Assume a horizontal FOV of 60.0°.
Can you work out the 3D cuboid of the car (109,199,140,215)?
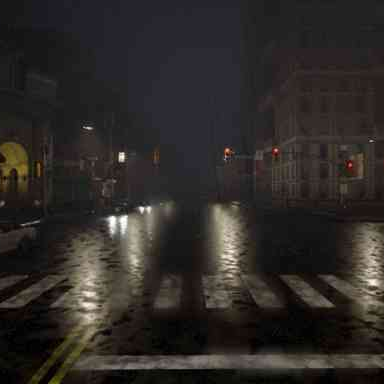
[{"bbox_3d":[-7.088,1.491,34.023,2.128,1.511,4.902,0,0,0],"label":"car"}]

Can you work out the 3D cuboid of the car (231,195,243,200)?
[{"bbox_3d":[12.471,1.500,94.149,1.837,1.490,4.892,0,0,41],"label":"car"}]

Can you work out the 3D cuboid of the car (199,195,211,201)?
[{"bbox_3d":[3.301,1.524,85.379,1.812,1.442,4.674,0,0,22],"label":"car"}]

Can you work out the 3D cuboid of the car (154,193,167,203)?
[{"bbox_3d":[-6.968,1.221,69.154,2.150,2.045,5.566,0,0,0],"label":"car"}]

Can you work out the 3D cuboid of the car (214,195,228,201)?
[{"bbox_3d":[7.102,1.525,85.356,2.128,1.511,4.902,0,0,25],"label":"car"}]

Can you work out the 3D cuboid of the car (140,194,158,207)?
[{"bbox_3d":[-7.073,1.491,52.257,2.128,1.511,4.902,0,0,0],"label":"car"}]

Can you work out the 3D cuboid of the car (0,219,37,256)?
[{"bbox_3d":[-7.097,1.601,10.991,1.895,1.301,4.718,0,0,0],"label":"car"}]

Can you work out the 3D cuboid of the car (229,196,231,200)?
[{"bbox_3d":[8.250,1.466,94.369,1.882,1.535,5.008,0,0,38],"label":"car"}]

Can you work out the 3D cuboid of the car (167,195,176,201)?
[{"bbox_3d":[-5.221,1.500,81.959,1.837,1.490,4.892,0,0,13],"label":"car"}]
